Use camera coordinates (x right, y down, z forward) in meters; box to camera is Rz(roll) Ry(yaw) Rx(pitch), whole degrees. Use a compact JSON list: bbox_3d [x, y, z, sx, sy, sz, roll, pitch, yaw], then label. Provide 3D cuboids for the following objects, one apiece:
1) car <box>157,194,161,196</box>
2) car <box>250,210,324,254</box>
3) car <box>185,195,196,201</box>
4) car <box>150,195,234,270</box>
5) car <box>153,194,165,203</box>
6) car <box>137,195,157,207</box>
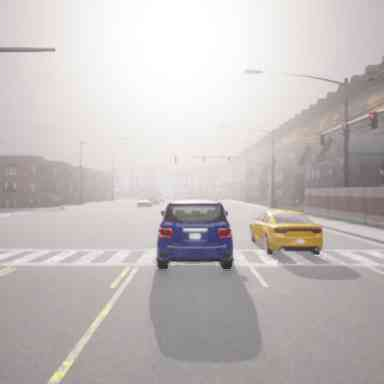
[{"bbox_3d":[-7.010,1.567,60.118,1.895,1.301,4.718,0,0,1],"label":"car"},{"bbox_3d":[3.595,1.469,13.449,1.882,1.535,5.008,0,0,0],"label":"car"},{"bbox_3d":[-0.453,1.491,86.834,2.033,1.411,5.357,0,0,-10],"label":"car"},{"bbox_3d":[0.087,1.217,11.197,2.150,2.045,5.566,0,0,0],"label":"car"},{"bbox_3d":[-6.996,1.316,70.430,2.097,1.767,4.553,0,0,0],"label":"car"},{"bbox_3d":[-7.070,1.519,50.498,2.033,1.411,5.357,0,0,0],"label":"car"}]
